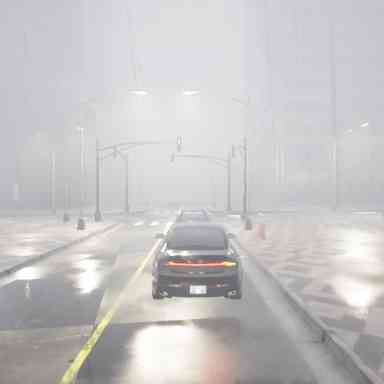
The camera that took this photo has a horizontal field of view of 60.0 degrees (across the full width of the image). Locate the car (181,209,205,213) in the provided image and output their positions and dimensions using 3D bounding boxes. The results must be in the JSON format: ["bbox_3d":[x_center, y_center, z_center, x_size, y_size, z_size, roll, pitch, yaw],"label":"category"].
[{"bbox_3d":[0.056,1.560,17.291,1.994,1.385,4.181,0,0,1],"label":"car"}]

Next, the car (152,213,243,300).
[{"bbox_3d":[0.099,1.504,8.388,1.837,1.490,4.892,0,0,0],"label":"car"}]
